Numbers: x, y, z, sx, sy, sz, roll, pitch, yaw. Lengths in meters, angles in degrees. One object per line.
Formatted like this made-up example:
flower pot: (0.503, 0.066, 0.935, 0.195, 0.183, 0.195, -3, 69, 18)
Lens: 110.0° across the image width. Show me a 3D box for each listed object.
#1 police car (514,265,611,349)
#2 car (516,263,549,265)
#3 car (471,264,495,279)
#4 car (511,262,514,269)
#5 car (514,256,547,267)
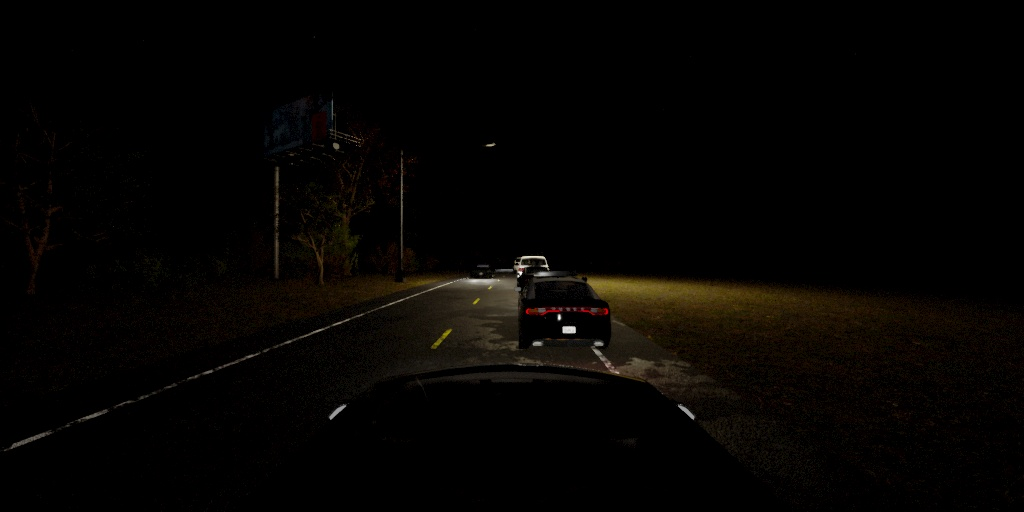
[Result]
police car: (1.099, 1.184, 9.297, 1.930, 1.638, 5.238, 0, 0, 1)
car: (1.276, 1.296, 19.152, 1.837, 1.490, 4.892, 0, 0, 1)
car: (-2.725, 1.446, 34.487, 1.994, 1.385, 4.181, 0, 0, 2)
car: (1.392, 1.203, 46.506, 2.150, 2.045, 5.566, 0, 0, 4)
car: (1.445, 1.044, 25.161, 2.150, 2.045, 5.566, 0, 0, 2)
